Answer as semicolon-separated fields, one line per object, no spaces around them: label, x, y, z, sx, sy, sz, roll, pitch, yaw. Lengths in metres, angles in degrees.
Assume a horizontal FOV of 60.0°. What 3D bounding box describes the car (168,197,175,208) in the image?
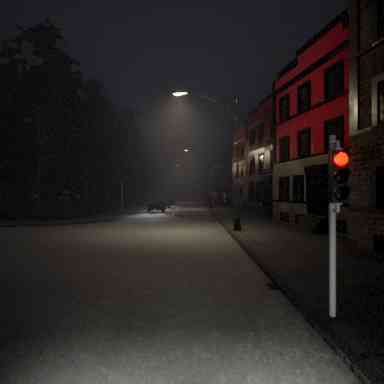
car;-4.039;1.491;48.023;2.128;1.511;4.902;0;0;0

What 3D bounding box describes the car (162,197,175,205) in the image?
car;-4.005;1.601;58.039;1.895;1.301;4.718;0;0;0

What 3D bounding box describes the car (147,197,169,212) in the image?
car;-4.055;1.601;38.645;1.895;1.301;4.718;0;0;0
